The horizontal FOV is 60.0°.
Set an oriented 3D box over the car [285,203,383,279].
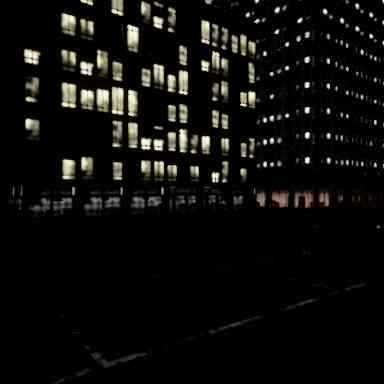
[{"bbox_3d":[5.052,1.302,10.166,5.009,1.841,2.192,0,0,-36],"label":"car"}]
